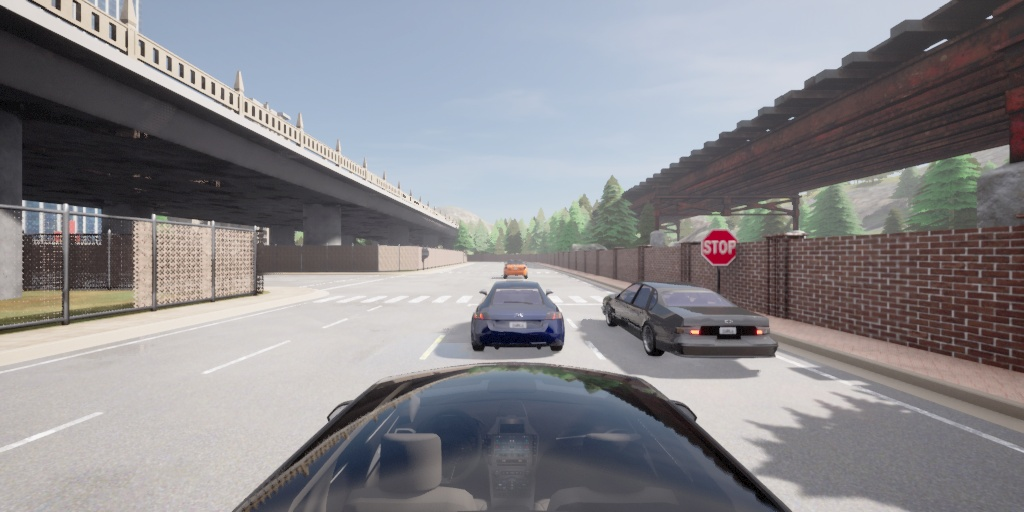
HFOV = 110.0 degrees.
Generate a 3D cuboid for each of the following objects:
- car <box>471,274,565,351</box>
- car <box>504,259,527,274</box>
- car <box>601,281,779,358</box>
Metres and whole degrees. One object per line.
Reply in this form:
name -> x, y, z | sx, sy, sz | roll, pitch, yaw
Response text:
car -> 0.116, 1.314, 8.993 | 1.994, 1.385, 4.181 | 0, 0, 0
car -> 0.330, 1.103, 33.768 | 2.097, 1.767, 4.553 | 0, 0, 0
car -> 3.615, 1.297, 8.513 | 2.033, 1.411, 5.357 | 0, 0, 0
